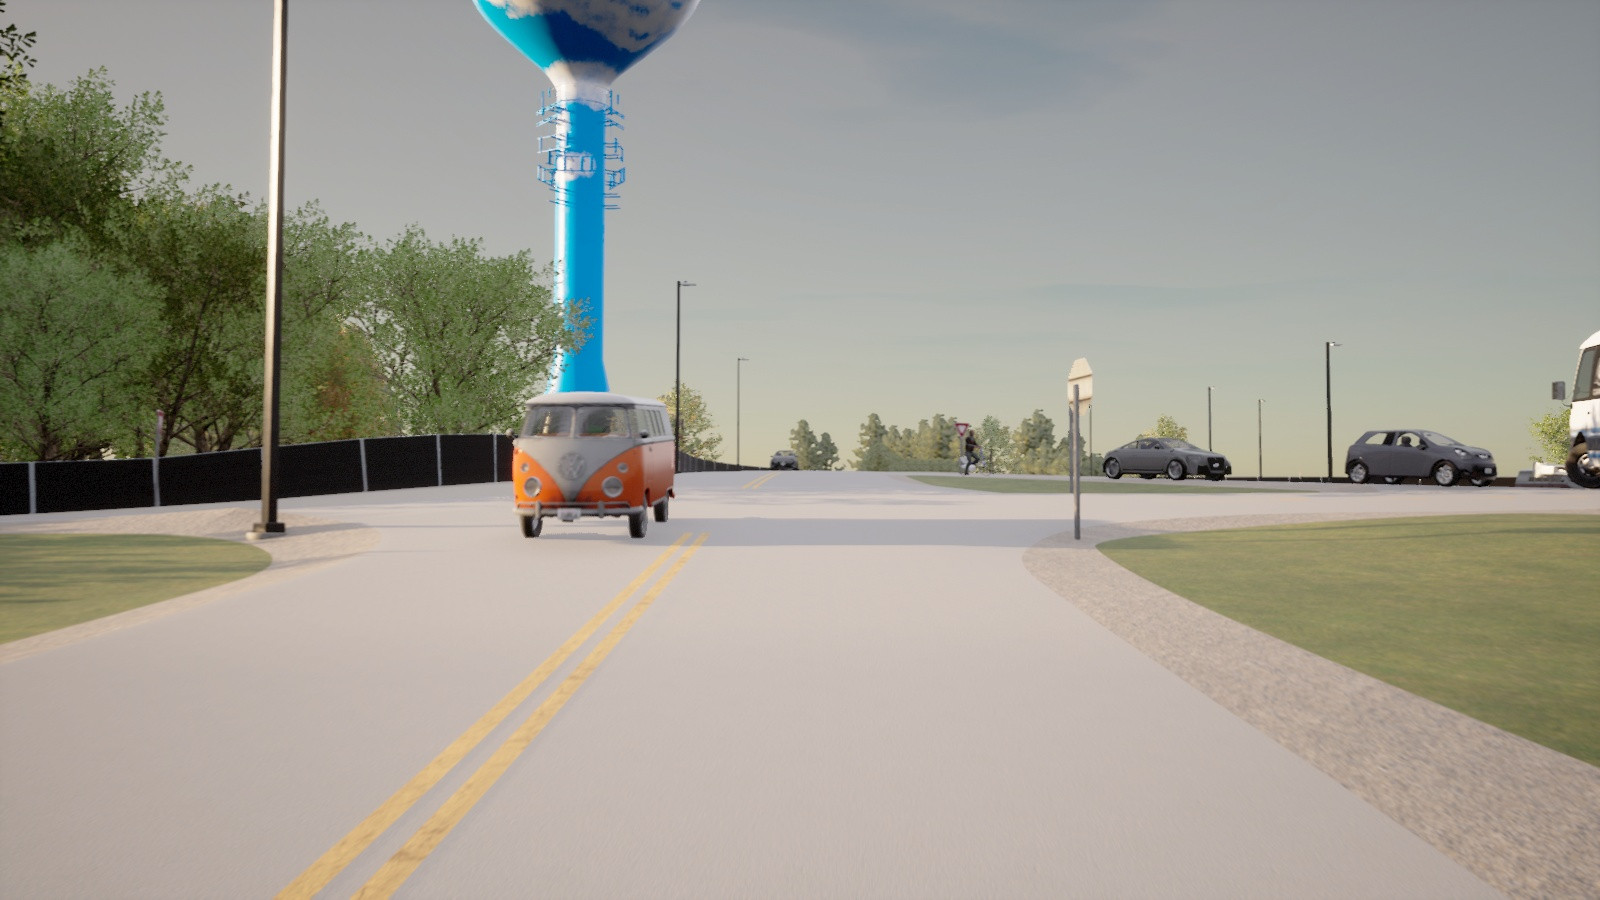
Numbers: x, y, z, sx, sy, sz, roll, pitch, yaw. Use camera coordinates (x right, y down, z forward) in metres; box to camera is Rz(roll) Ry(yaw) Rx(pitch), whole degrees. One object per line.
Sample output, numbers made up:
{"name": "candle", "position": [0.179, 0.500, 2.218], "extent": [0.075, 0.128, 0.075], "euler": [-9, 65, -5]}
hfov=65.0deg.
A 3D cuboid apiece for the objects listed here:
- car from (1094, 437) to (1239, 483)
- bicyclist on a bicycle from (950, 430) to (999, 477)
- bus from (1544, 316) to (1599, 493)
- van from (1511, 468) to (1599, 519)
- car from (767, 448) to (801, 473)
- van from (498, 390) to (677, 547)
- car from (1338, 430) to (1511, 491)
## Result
{"name": "car", "position": [11.718, 0.322, 40.372], "extent": [1.994, 1.385, 4.181], "euler": [2, -1, -33]}
{"name": "bicyclist on a bicycle", "position": [6.613, 0.139, 47.643], "extent": [0.659, 1.776, 1.843], "euler": [2, -1, -42]}
{"name": "bus", "position": [21.306, -1.097, 30.080], "extent": [3.944, 4.253, 10.273], "euler": [0, 0, 19]}
{"name": "van", "position": [30.980, 1.750, 51.073], "extent": [1.775, 1.987, 4.442], "euler": [0, -2, 3]}
{"name": "car", "position": [-1.092, 0.753, 87.931], "extent": [2.007, 1.525, 4.514], "euler": [0, -3, 3]}
{"name": "van", "position": [-2.913, 0.177, 18.167], "extent": [1.775, 1.987, 4.442], "euler": [0, 1, 1]}
{"name": "car", "position": [16.302, 0.263, 32.955], "extent": [1.845, 1.501, 3.633], "euler": [1, -1, -30]}
